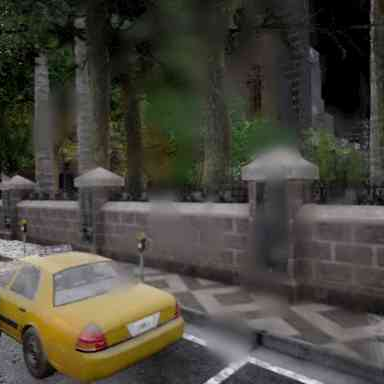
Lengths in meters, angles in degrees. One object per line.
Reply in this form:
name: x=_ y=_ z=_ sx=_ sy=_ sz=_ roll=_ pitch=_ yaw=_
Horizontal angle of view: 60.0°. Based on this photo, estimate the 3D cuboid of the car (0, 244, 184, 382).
car: x=-2.311 y=1.536 z=5.392 sx=4.829 sy=1.417 sz=1.752 roll=-1 pitch=0 yaw=41
